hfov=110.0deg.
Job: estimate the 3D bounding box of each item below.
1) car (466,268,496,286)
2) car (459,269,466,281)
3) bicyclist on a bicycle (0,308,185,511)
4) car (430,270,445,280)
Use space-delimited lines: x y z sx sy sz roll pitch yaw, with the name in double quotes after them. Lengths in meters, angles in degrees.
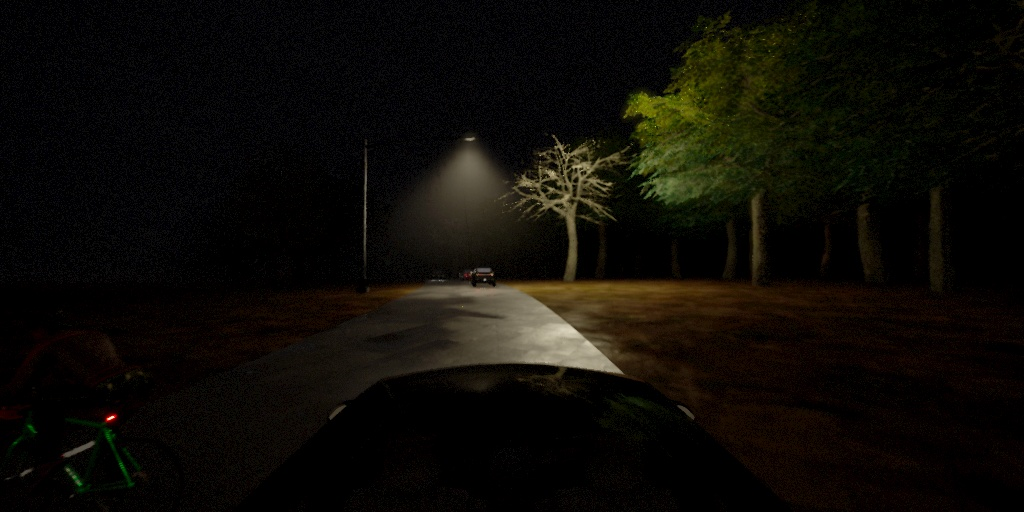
-2.529 1.763 30.772 2.128 1.511 4.902 0 -2 -9 "car"
-5.439 2.360 44.395 2.033 1.411 5.357 0 -3 -14 "car"
-3.243 1.215 2.641 1.656 1.620 0.582 -1 -1 0 "bicyclist on a bicycle"
-11.003 2.801 52.535 2.033 1.411 5.357 2 -3 -17 "car"
